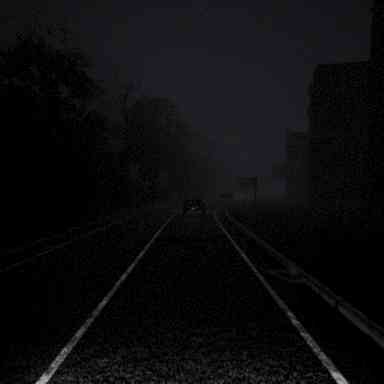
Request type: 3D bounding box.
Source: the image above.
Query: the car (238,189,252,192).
[{"bbox_3d":[12.265,-0.382,76.669,1.812,1.442,4.674,4,4,33],"label":"car"}]

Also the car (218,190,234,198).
[{"bbox_3d":[5.805,0.362,56.151,1.882,1.535,5.008,2,3,19],"label":"car"}]

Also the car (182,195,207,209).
[{"bbox_3d":[0.210,0.993,28.204,1.837,1.490,4.892,0,1,2],"label":"car"}]
